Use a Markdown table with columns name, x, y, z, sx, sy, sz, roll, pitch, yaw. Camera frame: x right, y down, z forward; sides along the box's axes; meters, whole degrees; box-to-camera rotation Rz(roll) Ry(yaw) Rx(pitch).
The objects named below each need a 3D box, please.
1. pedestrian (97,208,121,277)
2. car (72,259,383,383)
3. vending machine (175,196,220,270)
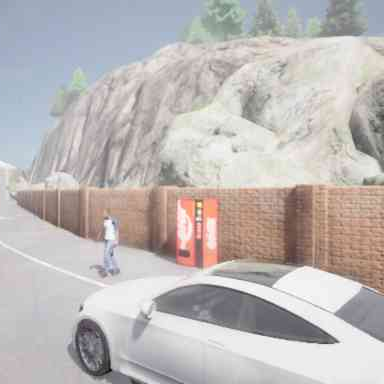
| name | x | y | z | sx | sy | sz | roll | pitch | yaw |
| --- | --- | --- | --- | --- | --- | --- | --- | --- | --- |
| pedestrian | -2.182 | 1.283 | 8.800 | 0.375 | 1.860 | 0.375 | 0 | 0 | 43 |
| car | 0.539 | 1.524 | 3.763 | 4.674 | 1.442 | 1.812 | -1 | 0 | 39 |
| vending machine | 0.173 | 1.187 | 10.270 | 0.880 | 2.100 | 1.100 | 0 | 0 | 42 |
